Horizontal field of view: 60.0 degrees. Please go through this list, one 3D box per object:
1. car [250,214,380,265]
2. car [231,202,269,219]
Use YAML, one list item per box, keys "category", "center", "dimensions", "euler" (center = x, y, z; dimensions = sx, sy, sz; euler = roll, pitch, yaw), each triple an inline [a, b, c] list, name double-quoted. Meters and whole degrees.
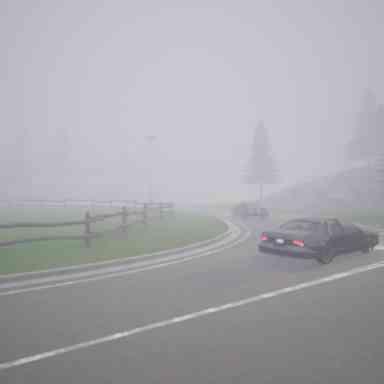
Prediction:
- category: "car"
  center: [4.612, 1.536, 11.697]
  dimensions: [5.357, 1.411, 2.033]
  euler: [0, 0, -39]
- category: "car"
  center: [4.868, 1.524, 28.637]
  dimensions: [2.033, 1.411, 5.357]
  euler: [0, 0, -8]
